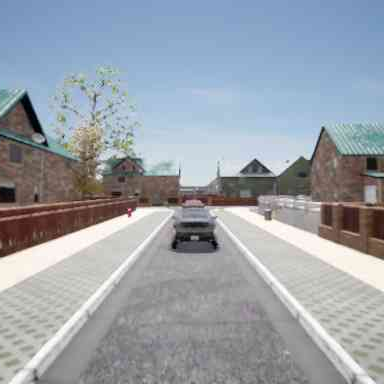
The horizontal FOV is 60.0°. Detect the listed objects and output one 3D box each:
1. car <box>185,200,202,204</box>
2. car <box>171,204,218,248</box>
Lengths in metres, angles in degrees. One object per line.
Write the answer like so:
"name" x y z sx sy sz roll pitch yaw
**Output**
"car" 0.110 1.443 29.507 1.882 1.535 5.008 0 0 0
"car" 0.106 1.487 14.802 1.837 1.490 4.892 0 -1 0
